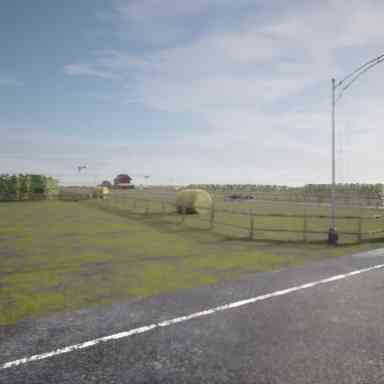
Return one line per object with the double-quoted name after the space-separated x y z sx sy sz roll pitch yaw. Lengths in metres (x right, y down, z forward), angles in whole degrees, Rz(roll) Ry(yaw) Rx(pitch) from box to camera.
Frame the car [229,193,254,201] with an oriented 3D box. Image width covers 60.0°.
8.721 0.867 58.792 1.895 1.301 4.718 1 0 -35 "car"
